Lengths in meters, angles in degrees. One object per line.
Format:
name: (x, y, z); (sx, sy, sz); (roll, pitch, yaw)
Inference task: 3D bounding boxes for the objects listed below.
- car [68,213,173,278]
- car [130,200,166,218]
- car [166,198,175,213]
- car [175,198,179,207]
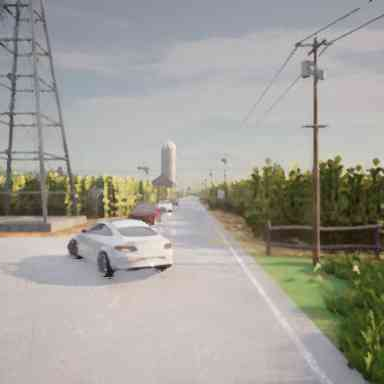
car: (-2.302, 1.555, 10.279); (1.812, 1.442, 4.674); (2, -1, -34)
car: (-3.360, 1.585, 24.469); (1.882, 1.535, 5.008); (0, 0, 2)
car: (-3.296, 1.698, 39.377); (1.812, 1.442, 4.674); (0, 0, 0)
car: (-3.248, 1.753, 56.490); (1.837, 1.490, 4.892); (0, -1, 1)
